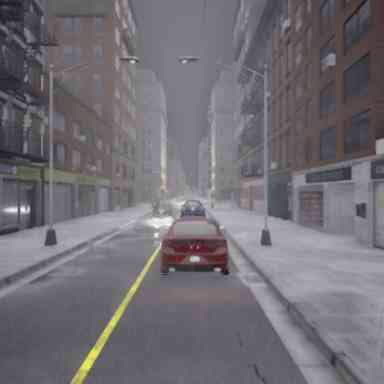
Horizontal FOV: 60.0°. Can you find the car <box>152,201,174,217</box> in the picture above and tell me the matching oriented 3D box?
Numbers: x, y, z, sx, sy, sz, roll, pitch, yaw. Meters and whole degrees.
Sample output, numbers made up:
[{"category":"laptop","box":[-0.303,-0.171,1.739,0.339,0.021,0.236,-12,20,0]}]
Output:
[{"category":"car","box":[-2.849,1.660,33.423,2.128,1.511,4.902,0,0,0]}]

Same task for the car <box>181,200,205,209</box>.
[{"category":"car","box":[0.091,1.506,30.601,2.097,1.767,4.553,0,0,0]}]

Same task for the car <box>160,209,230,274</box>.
[{"category":"car","box":[0.083,1.532,10.788,1.882,1.535,5.008,0,0,0]}]
